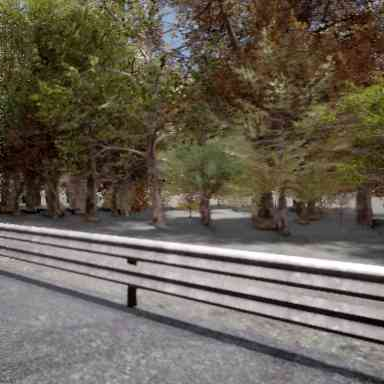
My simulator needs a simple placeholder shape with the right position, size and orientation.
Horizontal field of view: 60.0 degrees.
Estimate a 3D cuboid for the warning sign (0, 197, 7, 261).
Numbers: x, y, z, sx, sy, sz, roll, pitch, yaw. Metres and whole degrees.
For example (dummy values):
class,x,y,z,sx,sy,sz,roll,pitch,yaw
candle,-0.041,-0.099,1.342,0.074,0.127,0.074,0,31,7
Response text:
class,x,y,z,sx,sy,sz,roll,pitch,yaw
warning sign,-6.349,1.122,9.705,1.060,1.860,1.300,-2,0,36
